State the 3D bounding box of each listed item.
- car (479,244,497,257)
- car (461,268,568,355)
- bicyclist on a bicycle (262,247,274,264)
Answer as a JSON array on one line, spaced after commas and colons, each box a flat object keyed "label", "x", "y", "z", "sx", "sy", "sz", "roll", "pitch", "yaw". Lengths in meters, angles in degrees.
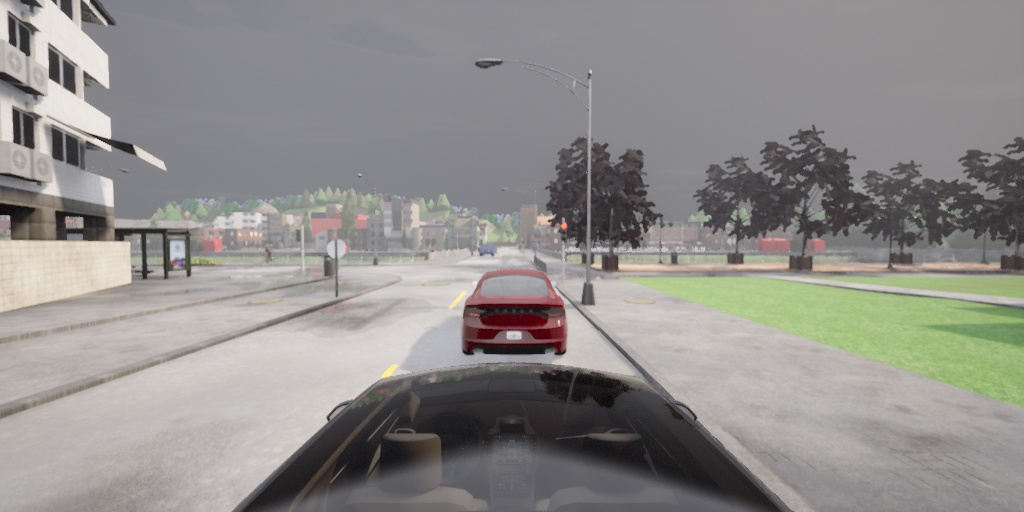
[{"label": "car", "x": -4.037, "y": -0.940, "z": 57.786, "sx": 2.150, "sy": 2.045, "sz": 5.566, "roll": 0, "pitch": 2, "yaw": 1}, {"label": "car", "x": 0.054, "y": 1.010, "z": 8.098, "sx": 1.882, "sy": 1.535, "sz": 5.008, "roll": 0, "pitch": 2, "yaw": 0}, {"label": "bicyclist on a bicycle", "x": -24.020, "y": -0.045, "z": 35.270, "sx": 0.582, "sy": 1.620, "sz": 1.656, "roll": 0, "pitch": 2, "yaw": 0}]
